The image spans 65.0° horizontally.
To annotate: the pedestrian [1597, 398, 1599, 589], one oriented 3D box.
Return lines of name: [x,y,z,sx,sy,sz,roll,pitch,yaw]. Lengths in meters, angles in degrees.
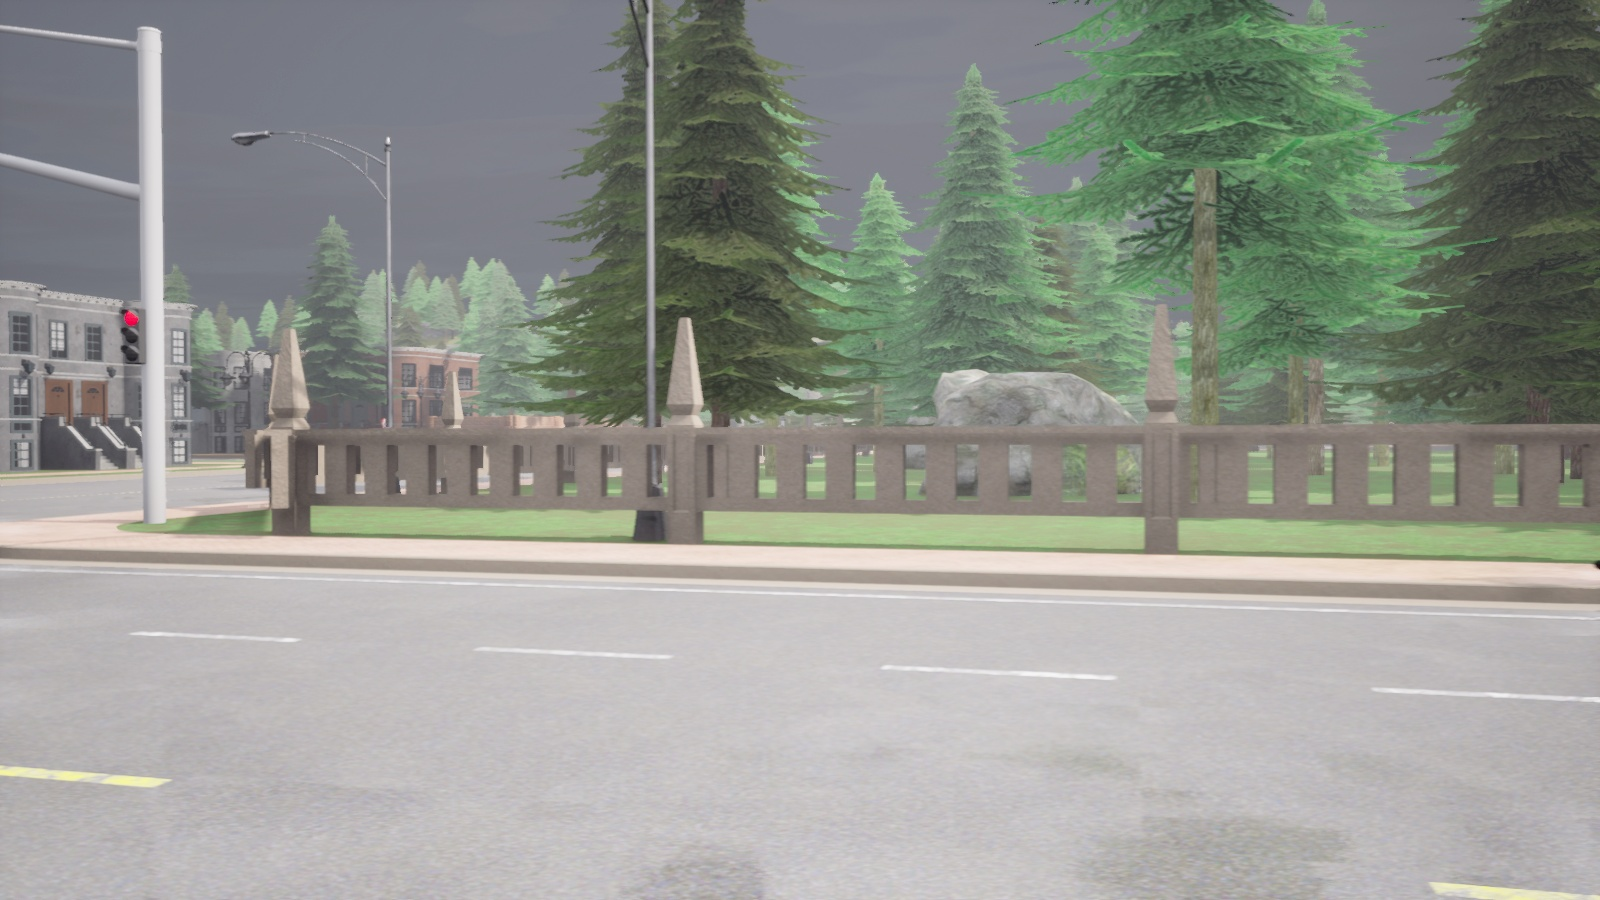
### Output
pedestrian: [7.885,0.341,11.429,0.873,1.952,0.659,0,1,14]
